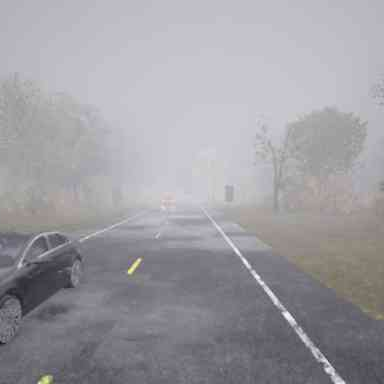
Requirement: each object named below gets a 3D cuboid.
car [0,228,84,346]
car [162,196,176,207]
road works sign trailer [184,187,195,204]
[{"bbox_3d":[-3.606,1.510,6.431,2.128,1.511,4.902,0,0,0],"label":"car"},{"bbox_3d":[-3.894,1.510,56.033,2.097,1.767,4.553,0,0,0],"label":"car"},{"bbox_3d":[-0.500,0.653,69.310,2.380,3.560,2.880,0,0,1],"label":"road works sign trailer"}]
